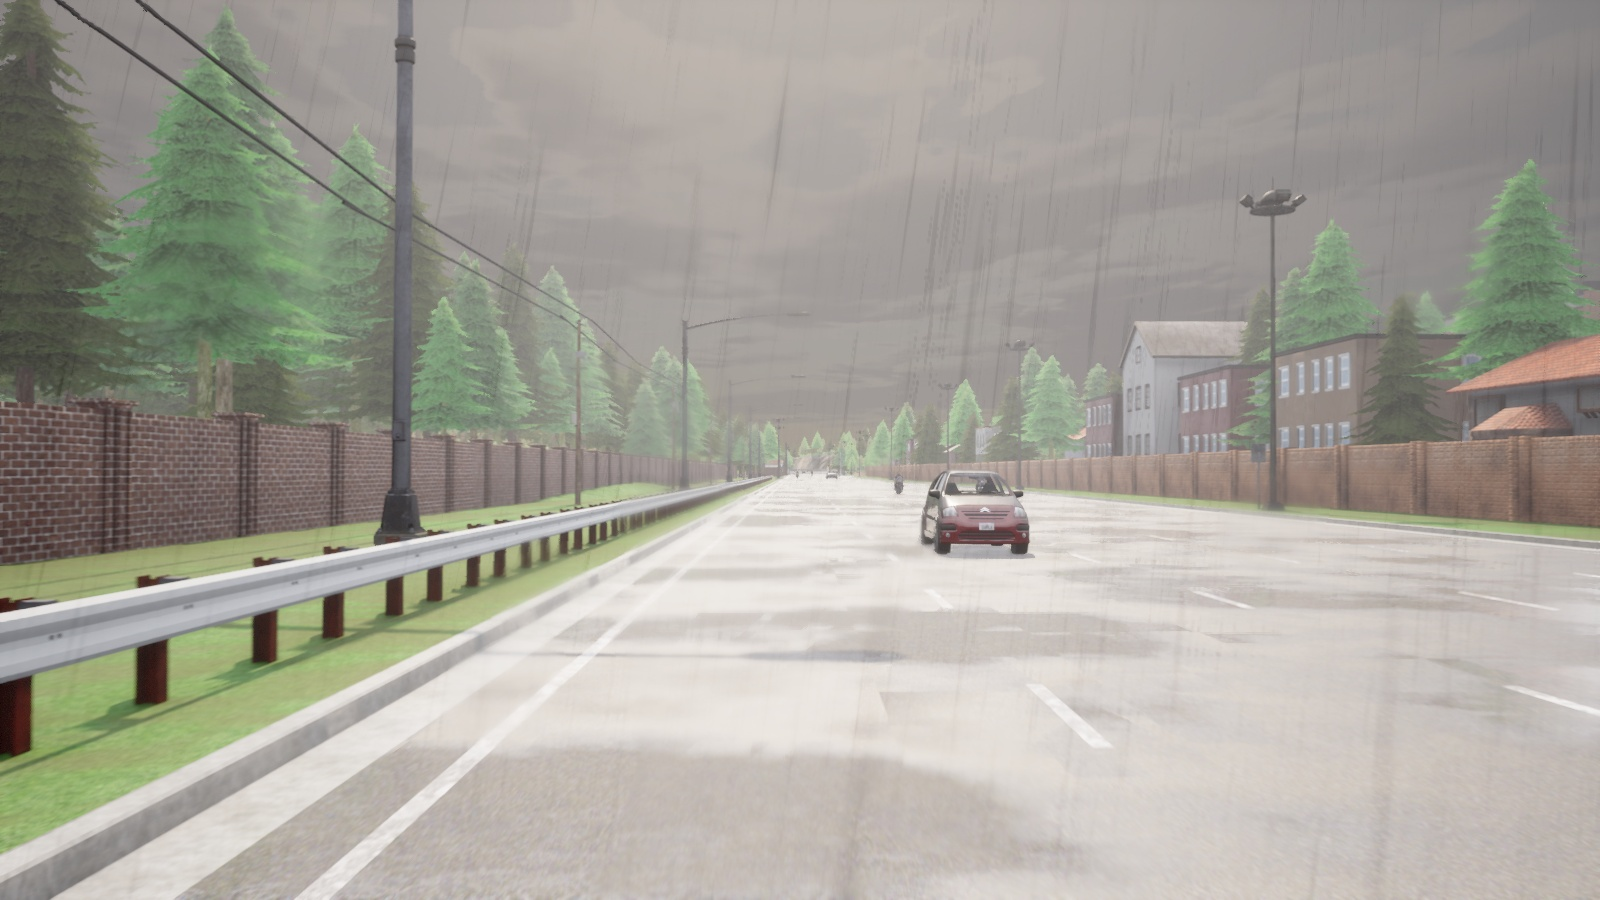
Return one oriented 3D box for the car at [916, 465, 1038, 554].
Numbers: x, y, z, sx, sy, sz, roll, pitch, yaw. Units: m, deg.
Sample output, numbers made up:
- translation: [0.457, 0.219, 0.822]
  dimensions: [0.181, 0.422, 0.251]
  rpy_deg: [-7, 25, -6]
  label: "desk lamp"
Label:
- translation: [3.437, 1.118, 25.019]
  dimensions: [1.851, 1.617, 3.988]
  rpy_deg: [0, -1, 0]
  label: "car"
